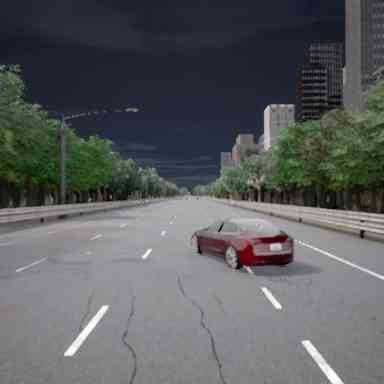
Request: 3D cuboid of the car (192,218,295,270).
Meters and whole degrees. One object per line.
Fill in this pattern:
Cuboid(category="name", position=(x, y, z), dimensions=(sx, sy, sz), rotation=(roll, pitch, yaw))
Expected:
Cuboid(category="car", position=(1.582, 1.648, 11.756), dimensions=(2.163, 1.488, 4.792), rotation=(0, -1, -21))
